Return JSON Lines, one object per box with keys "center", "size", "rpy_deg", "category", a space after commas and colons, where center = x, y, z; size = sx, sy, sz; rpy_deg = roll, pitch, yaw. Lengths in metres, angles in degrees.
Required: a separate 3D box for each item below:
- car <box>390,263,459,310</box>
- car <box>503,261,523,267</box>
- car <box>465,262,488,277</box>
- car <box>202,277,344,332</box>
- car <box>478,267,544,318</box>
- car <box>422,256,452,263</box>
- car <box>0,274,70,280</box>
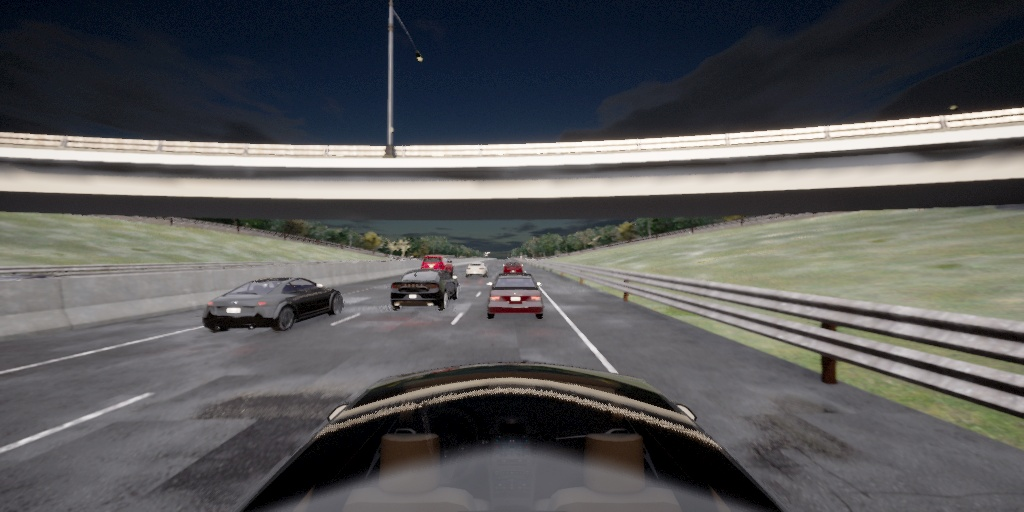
{"center": [-3.397, 1.233, 14.752], "size": [1.882, 1.535, 5.008], "rpy_deg": [0, 0, 0], "category": "car"}
{"center": [0.106, 1.258, 35.387], "size": [1.882, 1.535, 5.008], "rpy_deg": [0, 0, 0], "category": "car"}
{"center": [-3.394, 1.306, 35.066], "size": [1.812, 1.442, 4.674], "rpy_deg": [0, 0, 0], "category": "car"}
{"center": [-6.898, 1.318, 10.896], "size": [1.994, 1.385, 4.181], "rpy_deg": [0, 0, 0], "category": "car"}
{"center": [0.102, 1.302, 13.018], "size": [2.033, 1.411, 5.357], "rpy_deg": [0, 0, 0], "category": "car"}
{"center": [-6.894, 0.999, 33.327], "size": [2.150, 2.045, 5.566], "rpy_deg": [0, 0, 0], "category": "car"}
{"center": [-17.498, 1.331, 12.807], "size": [1.994, 1.385, 4.181], "rpy_deg": [0, 0, 0], "category": "car"}
